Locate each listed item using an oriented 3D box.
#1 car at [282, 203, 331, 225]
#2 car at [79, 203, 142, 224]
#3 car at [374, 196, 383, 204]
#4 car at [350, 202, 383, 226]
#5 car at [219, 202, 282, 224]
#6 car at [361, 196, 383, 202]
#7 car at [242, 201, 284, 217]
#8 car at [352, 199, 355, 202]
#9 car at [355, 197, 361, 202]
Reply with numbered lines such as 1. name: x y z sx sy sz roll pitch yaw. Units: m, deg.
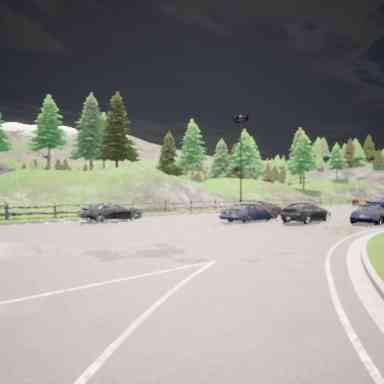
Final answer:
1. car: 8.527 1.584 24.803 4.892 1.490 1.837 0 0 -42
2. car: -6.214 1.567 25.698 4.902 1.511 2.128 0 0 -42
3. car: 37.402 1.524 64.887 5.008 1.535 1.882 0 0 -42
4. car: 13.264 1.644 24.346 4.181 1.385 1.994 0 0 -42
5. car: 4.433 1.628 25.833 5.357 1.411 2.033 0 0 -42
6. car: 24.653 1.622 43.941 5.008 1.535 1.882 0 0 -42
7. car: 7.079 1.667 32.902 4.181 1.385 1.994 0 0 -42
8. car: 29.639 1.667 57.936 5.008 1.535 1.882 0 0 -42
9. car: 27.343 1.645 51.047 5.008 1.535 1.882 1 -1 -42
